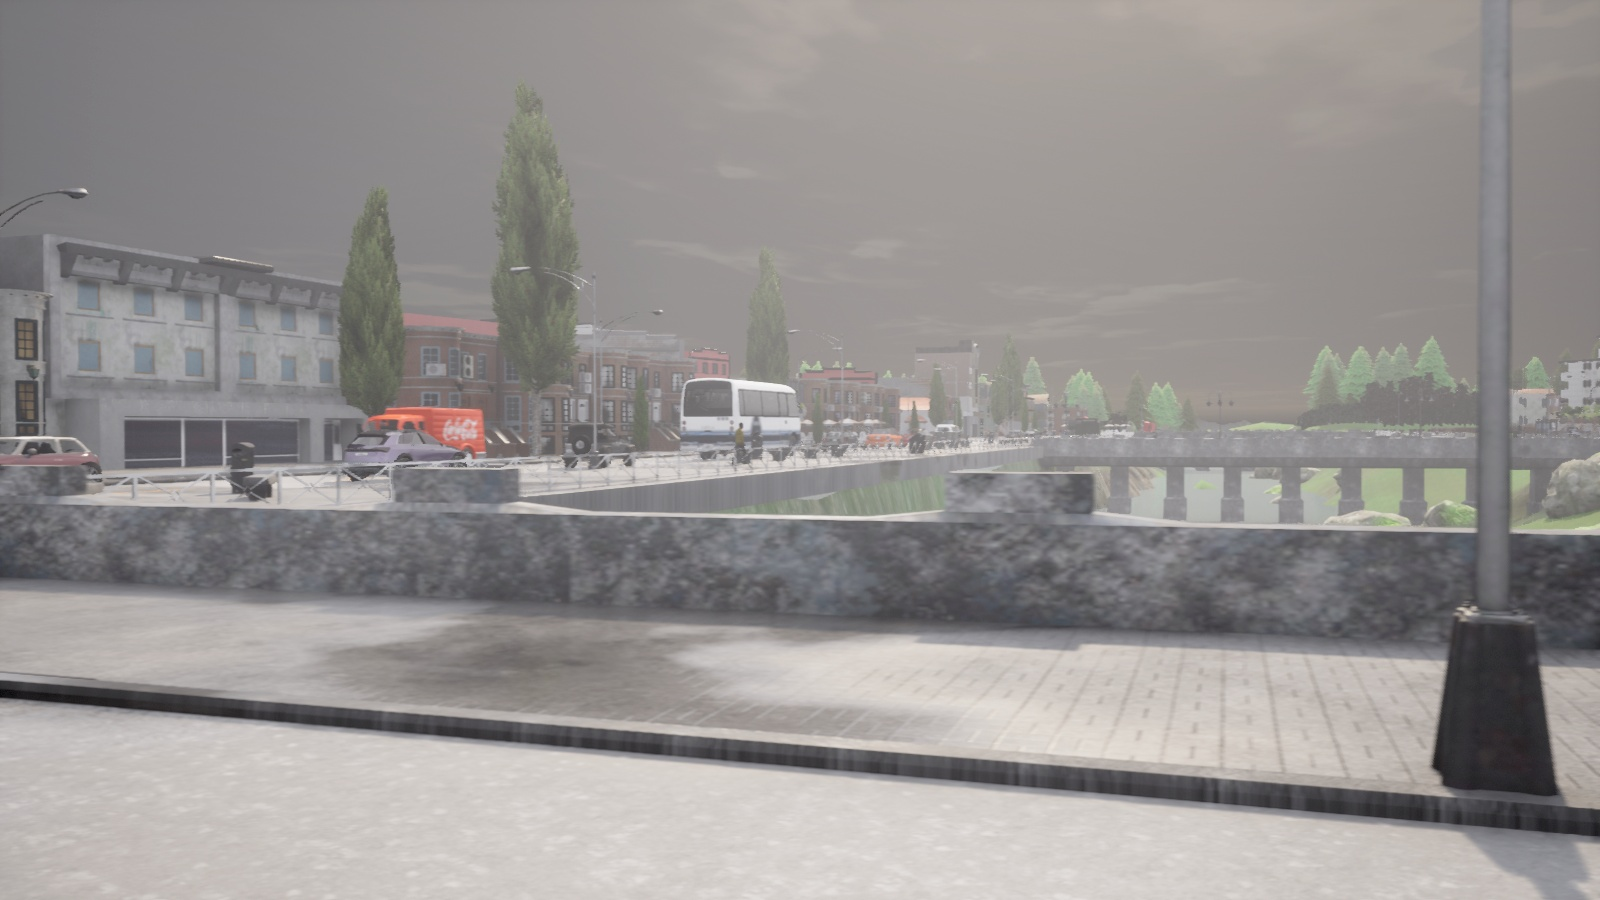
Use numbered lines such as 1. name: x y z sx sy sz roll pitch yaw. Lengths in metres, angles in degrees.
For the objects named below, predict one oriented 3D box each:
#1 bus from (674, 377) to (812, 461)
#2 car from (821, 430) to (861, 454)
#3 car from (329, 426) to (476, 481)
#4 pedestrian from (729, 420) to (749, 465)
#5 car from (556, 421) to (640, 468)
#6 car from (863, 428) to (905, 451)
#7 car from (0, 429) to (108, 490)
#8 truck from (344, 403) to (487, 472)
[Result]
1. bus: -2.920 -1.674 69.418 3.944 4.253 10.273 1 1 20
2. car: 2.850 -0.571 86.512 1.789 1.549 3.705 1 1 19
3. car: -12.699 0.060 40.515 2.033 1.649 4.856 1 1 19
4. pedestrian: -2.536 -0.308 52.119 0.431 1.840 0.709 1 1 44
5. car: -8.480 -0.259 52.988 1.905 1.878 3.866 1 1 19
6. car: 6.550 -0.853 97.458 2.097 1.767 4.553 1 1 19
7. car: -19.876 0.209 31.743 1.970 1.475 3.806 1 1 19
8. truck: -14.488 -0.479 47.698 2.627 2.467 5.204 1 1 19
